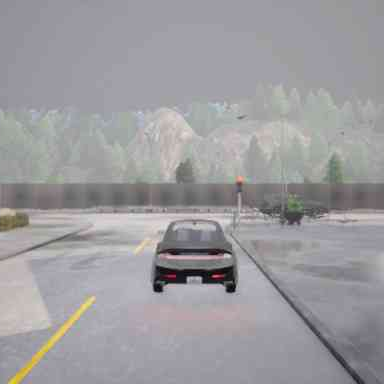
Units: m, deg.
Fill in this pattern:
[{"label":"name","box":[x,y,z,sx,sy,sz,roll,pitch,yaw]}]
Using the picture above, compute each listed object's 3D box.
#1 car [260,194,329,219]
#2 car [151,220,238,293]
[{"label":"car","box":[8.628,1.168,28.316,5.566,2.045,2.150,0,0,0]},{"label":"car","box":[0.068,1.474,8.797,2.128,1.511,4.902,0,0,1]}]
